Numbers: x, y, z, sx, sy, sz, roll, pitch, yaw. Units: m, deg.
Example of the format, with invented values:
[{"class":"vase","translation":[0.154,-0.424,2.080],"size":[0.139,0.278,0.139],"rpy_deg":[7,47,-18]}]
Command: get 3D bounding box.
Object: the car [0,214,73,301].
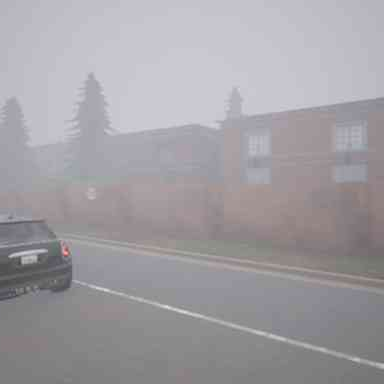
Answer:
[{"class":"car","translation":[-4.758,1.275,7.520],"size":[4.553,1.767,2.097],"rpy_deg":[1,0,37]}]
